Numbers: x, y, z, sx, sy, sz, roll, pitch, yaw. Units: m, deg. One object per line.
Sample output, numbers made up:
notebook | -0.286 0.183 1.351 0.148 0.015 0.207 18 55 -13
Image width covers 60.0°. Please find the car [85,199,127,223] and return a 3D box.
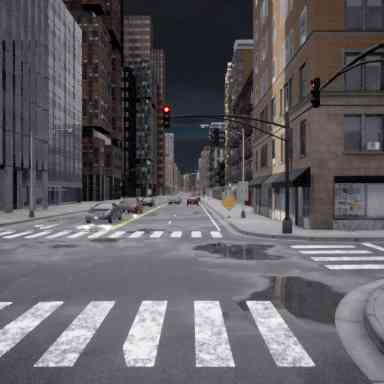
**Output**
car | -6.605 1.529 25.449 1.812 1.442 4.674 0 0 2

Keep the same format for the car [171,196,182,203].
car | -3.146 1.574 69.599 2.033 1.411 5.357 0 0 0

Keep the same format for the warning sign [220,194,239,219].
warning sign | 2.857 1.119 25.609 1.300 1.860 1.060 0 0 0

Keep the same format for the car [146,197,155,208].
car | -6.575 1.490 48.913 1.882 1.535 5.008 0 0 0

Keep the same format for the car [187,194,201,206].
car | 0.106 1.494 54.800 1.882 1.535 5.008 0 0 0

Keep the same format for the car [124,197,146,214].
car | -6.593 1.359 35.669 2.097 1.767 4.553 0 0 0

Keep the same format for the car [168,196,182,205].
car | -3.144 1.620 59.341 1.895 1.301 4.718 0 0 0

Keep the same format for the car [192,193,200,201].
car | 0.985 1.269 85.643 2.150 2.045 5.566 0 0 0
